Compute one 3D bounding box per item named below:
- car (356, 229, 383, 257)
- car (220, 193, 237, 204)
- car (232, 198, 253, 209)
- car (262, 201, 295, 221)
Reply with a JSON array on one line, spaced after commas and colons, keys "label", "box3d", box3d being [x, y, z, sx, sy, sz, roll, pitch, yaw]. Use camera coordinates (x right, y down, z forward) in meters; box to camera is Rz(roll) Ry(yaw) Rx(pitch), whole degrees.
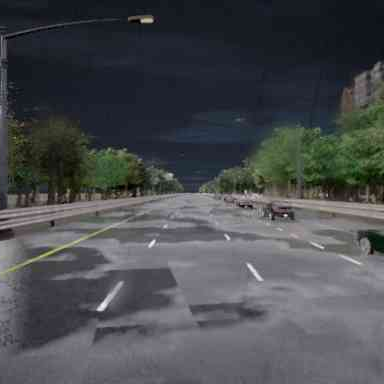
[{"label": "car", "box3d": [7.005, 1.603, 10.225, 1.895, 1.301, 4.718, 0, 0, 0]}, {"label": "car", "box3d": [7.161, 1.498, 64.735, 2.128, 1.511, 4.902, 0, 0, 0]}, {"label": "car", "box3d": [7.098, 1.607, 45.814, 1.895, 1.301, 4.718, 0, 0, 0]}, {"label": "car", "box3d": [7.038, 1.510, 27.388, 1.837, 1.490, 4.892, 0, 0, 0]}]
